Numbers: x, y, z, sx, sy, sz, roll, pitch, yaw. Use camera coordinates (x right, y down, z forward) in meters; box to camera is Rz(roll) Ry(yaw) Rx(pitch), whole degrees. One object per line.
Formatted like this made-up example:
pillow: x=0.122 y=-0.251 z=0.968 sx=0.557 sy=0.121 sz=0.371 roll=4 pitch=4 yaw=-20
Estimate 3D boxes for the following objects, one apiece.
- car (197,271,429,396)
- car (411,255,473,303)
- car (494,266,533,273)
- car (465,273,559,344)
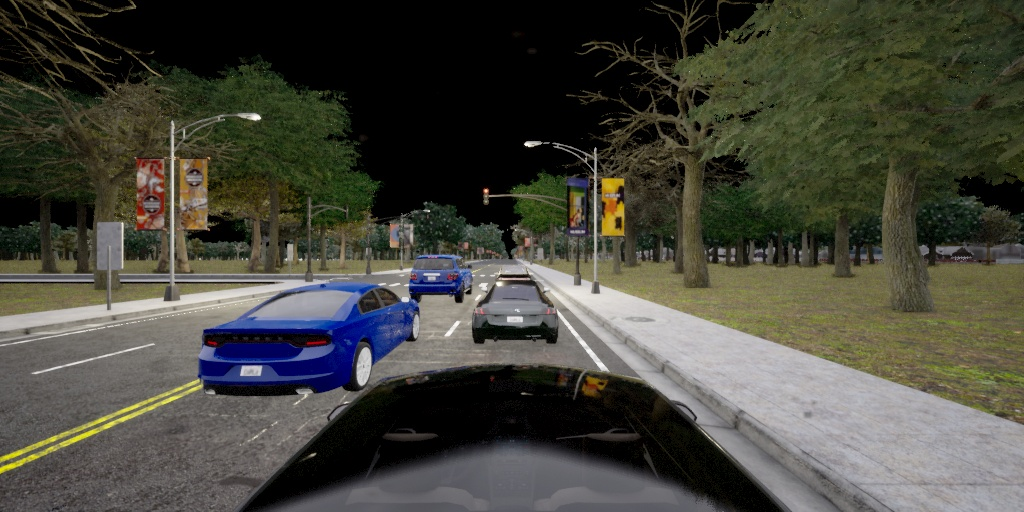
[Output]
car: x=-3.150 y=1.228 z=6.782 sx=1.882 sy=1.535 sz=5.008 roll=0 pitch=0 yaw=0
car: x=-3.152 y=0.974 z=16.768 sx=2.150 sy=2.045 sz=5.566 roll=0 pitch=0 yaw=0
car: x=0.098 y=1.244 z=18.510 sx=2.128 sy=1.511 sz=4.902 roll=0 pitch=0 yaw=0
car: x=0.093 y=1.315 z=9.608 sx=1.994 sy=1.385 sz=4.181 roll=0 pitch=0 yaw=1
